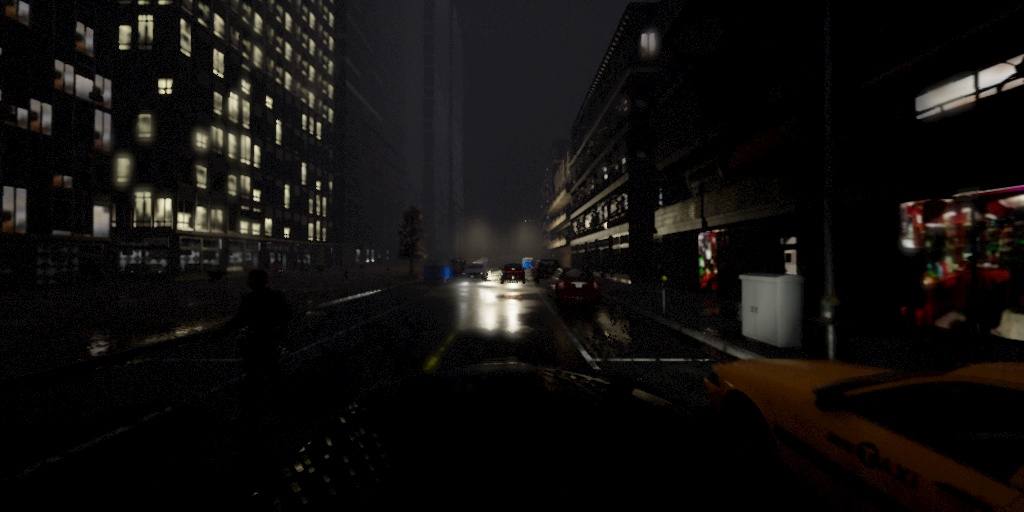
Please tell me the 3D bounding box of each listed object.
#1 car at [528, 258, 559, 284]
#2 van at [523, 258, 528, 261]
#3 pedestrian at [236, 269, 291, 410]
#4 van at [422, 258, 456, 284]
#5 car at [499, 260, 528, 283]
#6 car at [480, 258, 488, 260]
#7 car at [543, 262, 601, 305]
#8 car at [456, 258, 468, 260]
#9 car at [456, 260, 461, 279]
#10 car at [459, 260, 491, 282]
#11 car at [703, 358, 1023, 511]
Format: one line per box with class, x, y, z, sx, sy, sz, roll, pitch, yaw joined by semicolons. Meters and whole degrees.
car;2.690;1.127;27.711;2.192;1.841;5.009;0;0;0
van;2.688;1.200;55.945;1.690;1.789;3.998;0;0;0
pedestrian;-3.272;1.051;4.727;0.375;1.860;0.375;1;-1;0
van;-5.691;1.152;27.689;1.690;1.789;3.998;0;0;0
car;0.082;1.320;28.696;1.837;1.490;4.892;0;0;0
car;-5.693;1.417;61.567;2.007;1.370;4.403;0;0;0
car;2.690;1.226;16.419;1.967;1.591;4.097;0;0;0
car;-5.692;1.148;38.982;2.192;1.841;5.009;0;0;0
car;-5.691;1.368;33.336;1.888;1.381;4.507;0;0;0
car;-3.098;1.343;30.524;1.812;1.442;4.674;0;0;0
car;2.999;1.206;1.729;1.801;1.575;5.366;0;0;0
